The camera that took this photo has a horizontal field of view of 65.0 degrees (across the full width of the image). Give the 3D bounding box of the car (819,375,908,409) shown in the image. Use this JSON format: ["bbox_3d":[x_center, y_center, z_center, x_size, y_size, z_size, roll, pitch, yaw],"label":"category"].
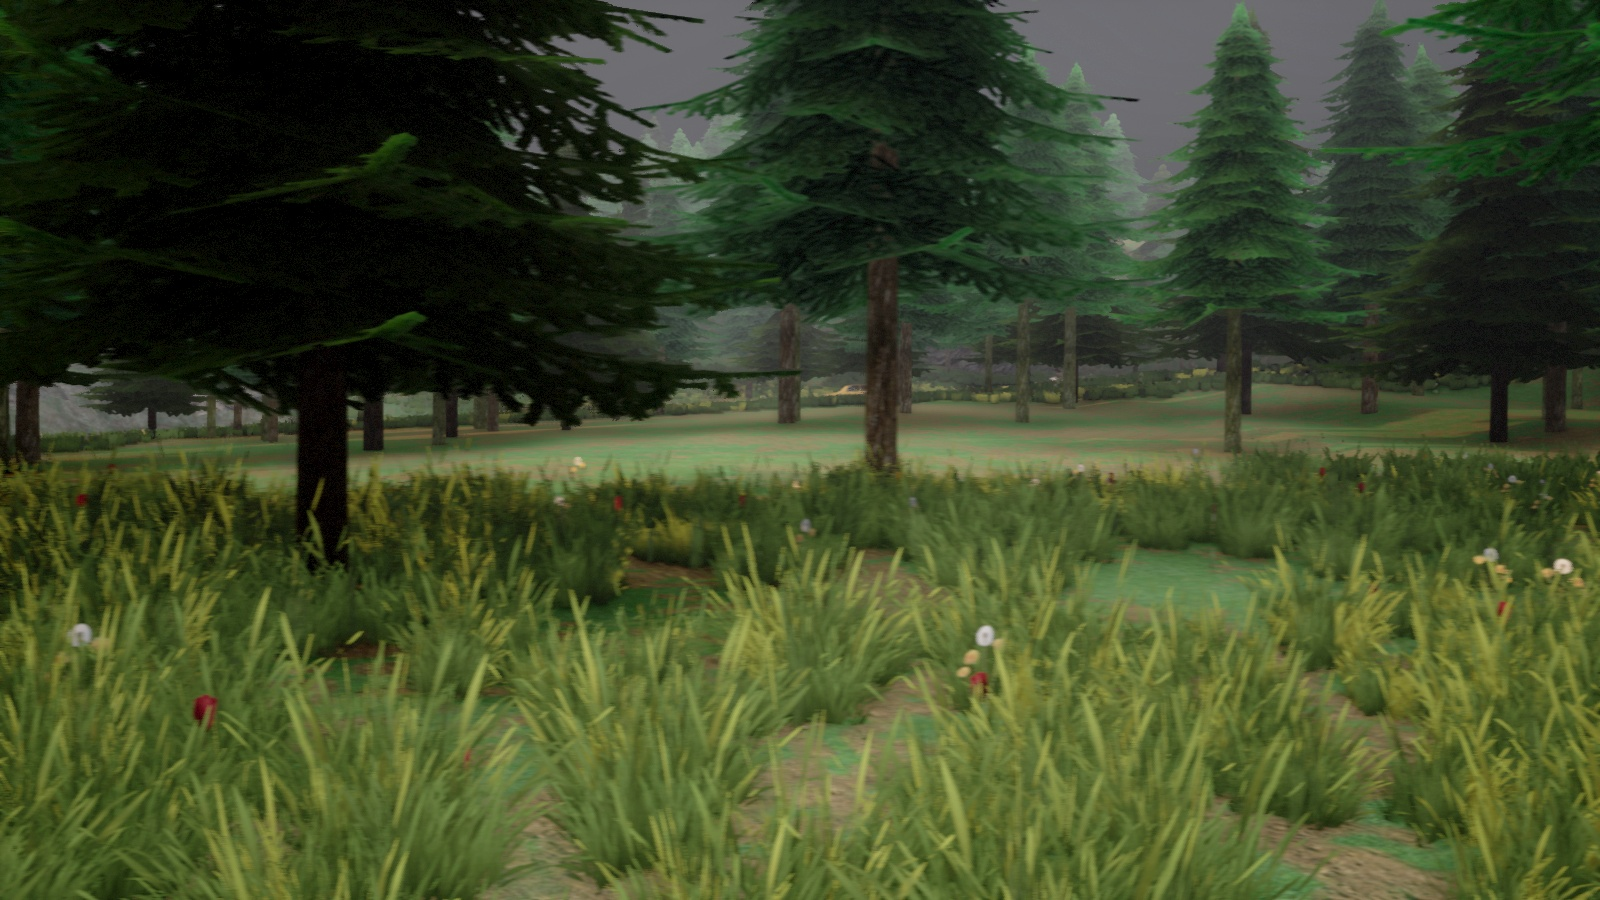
[{"bbox_3d":[4.079,-3.705,80.272,5.366,1.575,1.801,-6,0,9],"label":"car"}]
